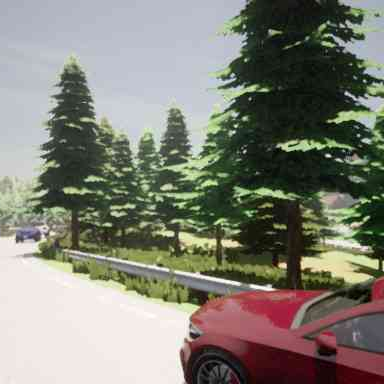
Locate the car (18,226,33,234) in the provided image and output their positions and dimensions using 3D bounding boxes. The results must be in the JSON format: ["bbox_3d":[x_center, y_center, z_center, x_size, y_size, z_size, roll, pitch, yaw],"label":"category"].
[{"bbox_3d":[-33.339,7.601,66.388,1.812,1.442,4.674,0,-5,-37],"label":"car"}]

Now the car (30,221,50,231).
[{"bbox_3d":[-18.945,4.667,41.270,2.150,2.045,5.566,-1,-5,-20],"label":"car"}]

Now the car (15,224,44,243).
[{"bbox_3d":[-15.453,4.001,31.500,1.812,1.442,4.674,-1,-5,-19],"label":"car"}]

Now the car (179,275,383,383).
[{"bbox_3d":[2.042,1.524,3.050,4.674,1.442,1.812,0,0,36],"label":"car"}]
